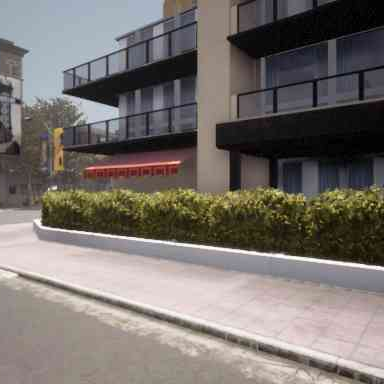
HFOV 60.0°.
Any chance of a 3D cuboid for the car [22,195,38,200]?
[{"bbox_3d":[-34.532,1.475,68.325,4.892,1.521,2.231,0,0,37],"label":"car"}]
